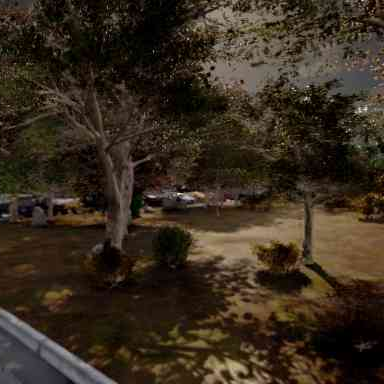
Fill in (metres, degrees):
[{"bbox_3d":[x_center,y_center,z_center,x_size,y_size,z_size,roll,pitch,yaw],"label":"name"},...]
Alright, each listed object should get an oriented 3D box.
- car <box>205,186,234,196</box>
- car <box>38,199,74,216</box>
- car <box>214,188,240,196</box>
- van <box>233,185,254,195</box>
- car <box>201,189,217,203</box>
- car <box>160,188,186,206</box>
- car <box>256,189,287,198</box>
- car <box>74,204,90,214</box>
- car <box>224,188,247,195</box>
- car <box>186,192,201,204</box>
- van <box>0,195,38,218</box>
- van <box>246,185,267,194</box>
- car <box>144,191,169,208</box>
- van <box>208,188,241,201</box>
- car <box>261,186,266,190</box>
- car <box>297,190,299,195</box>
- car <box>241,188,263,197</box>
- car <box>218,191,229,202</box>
[{"bbox_3d":[5.632,-0.292,68.547,5.566,2.045,2.435,1,2,44],"label":"car"},{"bbox_3d":[-13.047,1.359,30.041,4.792,1.488,2.163,1,2,44],"label":"car"},{"bbox_3d":[7.459,-0.126,70.688,5.366,1.575,1.946,1,2,44],"label":"car"},{"bbox_3d":[11.550,-0.506,74.520,4.442,1.987,1.878,1,2,44],"label":"van"},{"bbox_3d":[0.356,0.759,44.093,5.008,1.535,2.097,1,2,44],"label":"car"},{"bbox_3d":[-3.455,0.796,40.056,4.553,1.767,2.185,1,2,44],"label":"car"},{"bbox_3d":[13.811,0.230,58.101,4.792,1.488,2.163,1,2,44],"label":"car"},{"bbox_3d":[-11.283,1.241,32.195,5.366,1.575,1.946,1,2,44],"label":"car"},{"bbox_3d":[9.533,-0.161,72.583,4.674,1.452,2.002,1,2,44],"label":"car"},{"bbox_3d":[-1.559,0.880,42.088,4.674,1.452,2.002,1,2,44],"label":"car"},{"bbox_3d":[-15.072,1.184,28.132,4.442,1.987,1.878,1,2,44],"label":"van"},{"bbox_3d":[15.259,-0.672,78.733,4.442,1.987,1.878,1,2,44],"label":"van"},{"bbox_3d":[-5.391,1.002,38.073,5.008,1.535,2.097,1,2,44],"label":"car"},{"bbox_3d":[4.280,0.375,48.011,4.442,1.987,1.878,1,2,44],"label":"van"},{"bbox_3d":[11.737,0.274,56.244,5.366,1.575,1.946,1,2,44],"label":"car"},{"bbox_3d":[17.630,0.040,62.124,5.008,1.535,2.097,1,2,44],"label":"car"},{"bbox_3d":[8.013,0.468,52.128,4.792,1.488,2.163,1,2,44],"label":"car"},{"bbox_3d":[2.278,0.719,46.099,4.674,1.452,2.002,1,2,44],"label":"car"}]
